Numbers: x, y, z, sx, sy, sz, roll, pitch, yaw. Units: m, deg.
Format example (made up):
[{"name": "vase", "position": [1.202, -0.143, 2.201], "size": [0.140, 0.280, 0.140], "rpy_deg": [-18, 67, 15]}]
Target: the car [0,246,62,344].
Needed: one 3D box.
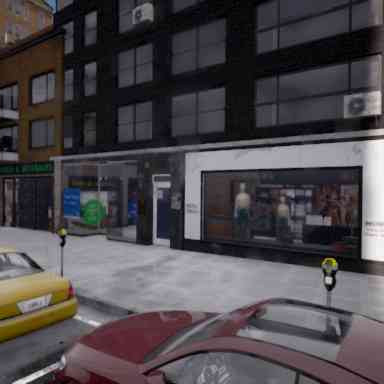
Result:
[{"name": "car", "position": [-4.065, 1.521, 5.977], "size": [4.829, 1.417, 1.752], "rpy_deg": [0, 1, 36]}]

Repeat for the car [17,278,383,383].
[{"name": "car", "position": [0.621, 1.581, 2.634], "size": [4.206, 1.307, 1.802], "rpy_deg": [0, 1, 36]}]
